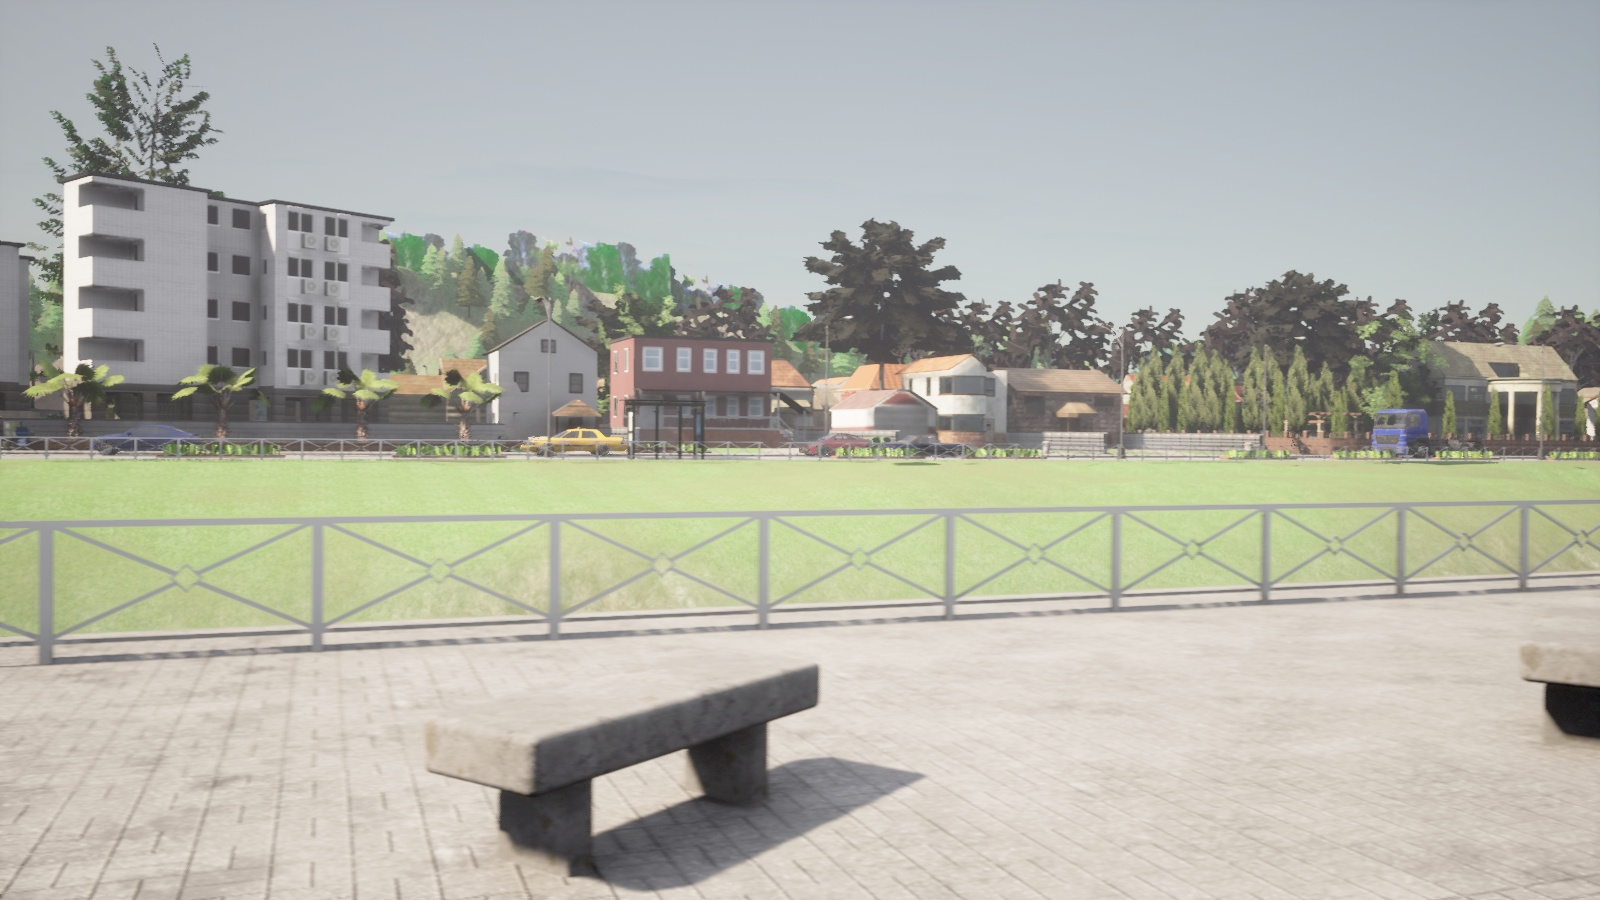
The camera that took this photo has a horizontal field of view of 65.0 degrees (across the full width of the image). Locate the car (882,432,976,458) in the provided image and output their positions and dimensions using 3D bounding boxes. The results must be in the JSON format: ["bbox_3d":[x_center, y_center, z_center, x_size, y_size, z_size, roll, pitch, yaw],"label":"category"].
[{"bbox_3d":[6.990,-0.286,68.151,4.718,1.301,1.895,-1,1,-21],"label":"car"}]

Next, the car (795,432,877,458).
[{"bbox_3d":[2.023,-0.308,70.544,4.181,1.385,1.994,-1,1,-21],"label":"car"}]

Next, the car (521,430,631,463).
[{"bbox_3d":[-11.633,-0.201,65.361,5.366,1.575,1.801,-1,1,-21],"label":"car"}]

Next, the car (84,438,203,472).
[{"bbox_3d":[-30.363,0.204,58.256,4.674,1.442,1.812,-1,1,-21],"label":"car"}]

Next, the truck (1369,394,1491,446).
[{"bbox_3d":[43.243,-2.054,86.171,7.936,3.462,2.891,-1,1,-21],"label":"truck"}]
